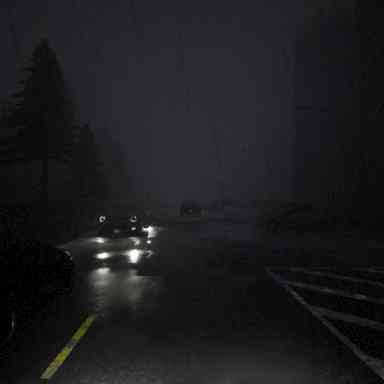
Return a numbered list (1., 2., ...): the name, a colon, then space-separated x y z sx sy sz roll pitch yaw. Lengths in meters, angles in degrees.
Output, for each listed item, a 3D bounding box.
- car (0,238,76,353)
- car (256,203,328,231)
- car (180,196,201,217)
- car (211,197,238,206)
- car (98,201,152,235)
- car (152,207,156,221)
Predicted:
1. car: -3.635 1.564 5.944 1.994 1.385 4.181 0 0 0
2. car: 5.898 1.483 19.889 3.988 1.617 1.851 0 0 -1
3. car: -0.140 1.477 31.926 1.882 1.535 5.008 0 0 0
4. car: 5.154 1.549 52.893 4.181 1.381 1.994 0 0 -1
5. car: -3.730 1.351 18.578 2.097 1.767 4.553 0 0 0
6. car: -3.681 1.570 24.419 1.812 1.442 4.674 0 0 0
